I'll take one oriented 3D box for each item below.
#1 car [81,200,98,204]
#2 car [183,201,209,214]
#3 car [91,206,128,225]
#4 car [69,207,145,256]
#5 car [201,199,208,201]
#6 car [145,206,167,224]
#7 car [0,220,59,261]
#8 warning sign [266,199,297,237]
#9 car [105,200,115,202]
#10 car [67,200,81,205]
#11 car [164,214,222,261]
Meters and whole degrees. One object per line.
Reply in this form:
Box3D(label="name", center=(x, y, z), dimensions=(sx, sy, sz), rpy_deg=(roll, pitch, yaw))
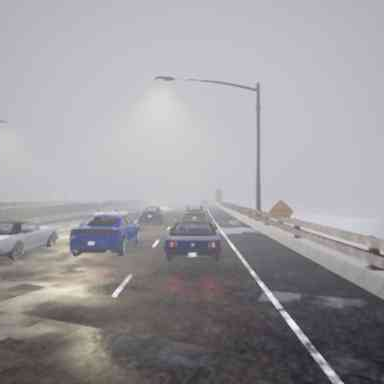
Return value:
Box3D(label="car", center=(-19.791, 2.336, 65.835), dimensions=(1.994, 1.385, 4.181), rpy_deg=(0, -1, 2))
Box3D(label="car", center=(0.232, 1.807, 28.014), dimensions=(2.128, 1.511, 4.902), rpy_deg=(0, -1, 1))
Box3D(label="car", center=(-6.775, 1.915, 27.867), dimensions=(1.895, 1.301, 4.718), rpy_deg=(0, -1, 1))
Box3D(label="car", center=(-3.427, 1.631, 13.896), dimensions=(1.882, 1.535, 5.008), rpy_deg=(0, 0, 1))
Box3D(label="car", center=(2.897, 2.416, 76.740), dimensions=(1.837, 1.490, 4.892), rpy_deg=(0, -1, 3))
Box3D(label="car", center=(-3.269, 1.880, 28.026), dimensions=(1.994, 1.385, 4.181), rpy_deg=(0, -1, 1))
Box3D(label="car", center=(-6.944, 1.744, 12.922), dimensions=(1.895, 1.301, 4.718), rpy_deg=(0, -1, 1))
Box3D(label="warning sign", center=(4.608, 1.305, 17.217), dimensions=(1.300, 1.860, 1.060), rpy_deg=(-1, -2, 1))
Box3D(label="car", center=(-16.292, 2.258, 65.786), dimensions=(1.882, 1.535, 5.008), rpy_deg=(0, 0, 2))
Box3D(label="car", center=(-23.286, 2.339, 65.975), dimensions=(1.994, 1.385, 4.181), rpy_deg=(0, -1, 2))
Box3D(label="car", center=(0.055, 1.743, 12.872), dimensions=(1.895, 1.301, 4.718), rpy_deg=(0, -1, 1))
